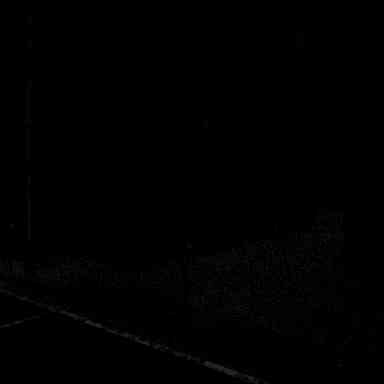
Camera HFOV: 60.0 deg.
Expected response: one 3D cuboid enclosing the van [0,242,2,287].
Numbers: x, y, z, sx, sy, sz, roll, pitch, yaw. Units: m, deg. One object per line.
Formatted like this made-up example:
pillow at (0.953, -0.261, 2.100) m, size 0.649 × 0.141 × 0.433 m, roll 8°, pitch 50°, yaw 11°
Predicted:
van at (-5.763, 1.339, 7.182) m, size 3.998 × 1.788 × 1.690 m, roll 0°, pitch 0°, yaw 35°
